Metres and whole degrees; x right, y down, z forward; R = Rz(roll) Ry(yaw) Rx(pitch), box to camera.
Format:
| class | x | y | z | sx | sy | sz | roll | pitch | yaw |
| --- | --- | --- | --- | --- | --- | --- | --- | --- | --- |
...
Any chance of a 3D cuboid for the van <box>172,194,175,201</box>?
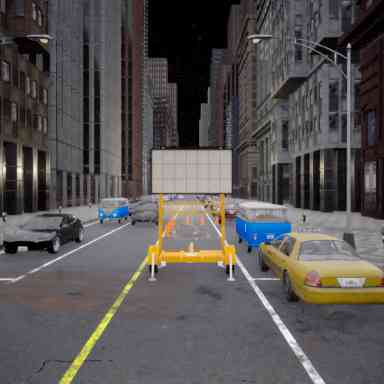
| class | x | y | z | sx | sy | sz | roll | pitch | yaw |
| --- | --- | --- | --- | --- | --- | --- | --- | --- | --- |
| van | -5.796 | 1.354 | 81.156 | 1.690 | 1.788 | 3.998 | 0 | 0 | 0 |

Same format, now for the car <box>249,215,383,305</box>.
| class | x | y | z | sx | sy | sz | roll | pitch | yaw |
| --- | --- | --- | --- | --- | --- | --- | --- | --- | --- |
| car | 2.757 | 1.525 | 8.065 | 1.752 | 1.417 | 4.829 | 0 | 0 | 0 |

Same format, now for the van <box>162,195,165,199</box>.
| class | x | y | z | sx | sy | sz | roll | pitch | yaw |
| --- | --- | --- | --- | --- | --- | --- | --- | --- | --- |
| van | -5.785 | 1.348 | 52.973 | 1.690 | 1.788 | 3.998 | 0 | 0 | 0 |

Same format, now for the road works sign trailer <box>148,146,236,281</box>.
| class | x | y | z | sx | sy | sz | roll | pitch | yaw |
| --- | --- | --- | --- | --- | --- | --- | --- | --- | --- |
| road works sign trailer | -0.004 | 0.464 | 9.846 | 2.380 | 3.560 | 2.880 | 0 | 0 | 0 |

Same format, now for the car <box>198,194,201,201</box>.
| class | x | y | z | sx | sy | sz | roll | pitch | yaw |
| --- | --- | --- | --- | --- | --- | --- | --- | --- | --- |
| car | 2.738 | 1.323 | 58.622 | 2.192 | 1.841 | 5.009 | 0 | 0 | 0 |

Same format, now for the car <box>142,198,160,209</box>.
| class | x | y | z | sx | sy | sz | roll | pitch | yaw |
| --- | --- | --- | --- | --- | --- | --- | --- | --- | --- |
| car | -5.782 | 1.550 | 47.336 | 1.887 | 1.381 | 4.507 | 0 | 0 | 0 |

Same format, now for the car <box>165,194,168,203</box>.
| class | x | y | z | sx | sy | sz | roll | pitch | yaw |
| --- | --- | --- | --- | --- | --- | --- | --- | --- | --- |
| car | -5.787 | 1.448 | 58.610 | 1.967 | 1.590 | 4.097 | 0 | 0 | 0 |

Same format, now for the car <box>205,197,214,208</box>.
| class | x | y | z | sx | sy | sz | roll | pitch | yaw |
| --- | --- | --- | --- | --- | --- | --- | --- | --- | --- |
| car | 2.747 | 1.555 | 36.077 | 2.008 | 1.369 | 4.403 | 0 | 0 | 0 |

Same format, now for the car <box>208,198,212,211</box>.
| class | x | y | z | sx | sy | sz | roll | pitch | yaw |
| --- | --- | --- | --- | --- | --- | --- | --- | --- | --- |
| car | 2.749 | 1.528 | 30.610 | 1.752 | 1.417 | 4.829 | 0 | 0 | 0 |

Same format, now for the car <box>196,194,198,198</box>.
| class | x | y | z | sx | sy | sz | roll | pitch | yaw |
| --- | --- | --- | --- | --- | --- | --- | --- | --- | --- |
| car | 2.730 | 1.453 | 81.167 | 1.967 | 1.590 | 4.097 | 0 | 0 | 0 |

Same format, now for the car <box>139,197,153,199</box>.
| class | x | y | z | sx | sy | sz | roll | pitch | yaw |
| --- | --- | --- | --- | --- | --- | --- | --- | --- | --- |
| car | -5.778 | 1.570 | 36.063 | 1.947 | 1.339 | 4.313 | 0 | 0 | 0 |

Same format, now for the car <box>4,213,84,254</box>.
| class | x | y | z | sx | sy | sz | roll | pitch | yaw |
| --- | --- | --- | --- | --- | --- | --- | --- | --- | --- |
| car | -5.770 | 1.566 | 13.516 | 1.947 | 1.339 | 4.313 | 0 | 0 | 0 |

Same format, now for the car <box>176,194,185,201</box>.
| class | x | y | z | sx | sy | sz | roll | pitch | yaw |
| --- | --- | --- | --- | --- | --- | --- | --- | --- | --- |
| car | -3.033 | 1.541 | 88.912 | 1.812 | 1.442 | 4.674 | 0 | 0 | 0 |

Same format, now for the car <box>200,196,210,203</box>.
| class | x | y | z | sx | sy | sz | roll | pitch | yaw |
| --- | --- | --- | --- | --- | --- | --- | --- | --- | --- |
| car | 2.734 | 1.576 | 69.895 | 1.947 | 1.339 | 4.313 | 0 | 0 | 0 |

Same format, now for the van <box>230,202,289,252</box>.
| class | x | y | z | sx | sy | sz | roll | pitch | yaw |
| --- | --- | --- | --- | --- | --- | --- | --- | --- | --- |
| van | 2.754 | 1.342 | 13.531 | 1.690 | 1.788 | 3.998 | 0 | 0 | 0 |

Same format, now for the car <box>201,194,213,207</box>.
| class | x | y | z | sx | sy | sz | roll | pitch | yaw |
| --- | --- | --- | --- | --- | --- | --- | --- | --- | --- |
| car | 2.742 | 1.446 | 47.349 | 1.967 | 1.590 | 4.097 | 0 | 0 | 0 |

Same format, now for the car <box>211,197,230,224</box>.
| class | x | y | z | sx | sy | sz | roll | pitch | yaw |
| --- | --- | --- | --- | --- | --- | --- | --- | --- | --- |
| car | 2.750 | 1.442 | 24.804 | 1.967 | 1.590 | 4.097 | 0 | 0 | 0 |

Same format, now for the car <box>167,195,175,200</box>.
| class | x | y | z | sx | sy | sz | roll | pitch | yaw |
| --- | --- | --- | --- | --- | --- | --- | --- | --- | --- |
| car | -5.799 | 1.568 | 92.429 | 2.008 | 1.369 | 4.403 | 0 | 0 | 0 |

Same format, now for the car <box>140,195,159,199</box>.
| class | x | y | z | sx | sy | sz | roll | pitch | yaw |
| --- | --- | --- | --- | --- | --- | --- | --- | --- | --- |
| car | -5.781 | 1.320 | 41.699 | 2.192 | 1.841 | 5.009 | 0 | 0 | 0 |

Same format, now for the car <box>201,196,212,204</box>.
| class | x | y | z | sx | sy | sz | roll | pitch | yaw |
| --- | --- | --- | --- | --- | --- | --- | --- | --- | --- |
| car | 2.736 | 1.554 | 64.259 | 1.887 | 1.381 | 4.507 | 0 | 0 | 0 |

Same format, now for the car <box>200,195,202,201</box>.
| class | x | y | z | sx | sy | sz | roll | pitch | yaw |
| --- | --- | --- | --- | --- | --- | --- | --- | --- | --- |
| car | 2.741 | 1.573 | 52.986 | 1.947 | 1.339 | 4.313 | 0 | 0 | 0 |

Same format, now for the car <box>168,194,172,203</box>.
| class | x | y | z | sx | sy | sz | roll | pitch | yaw |
| --- | --- | --- | --- | --- | --- | --- | --- | --- | --- |
| car | -5.791 | 1.450 | 69.883 | 1.967 | 1.590 | 4.097 | 0 | 0 | 0 |

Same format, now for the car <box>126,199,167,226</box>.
| class | x | y | z | sx | sy | sz | roll | pitch | yaw |
| --- | --- | --- | --- | --- | --- | --- | --- | --- | --- |
| car | -3.108 | 1.507 | 23.649 | 1.837 | 1.490 | 4.892 | 0 | 0 | 0 |

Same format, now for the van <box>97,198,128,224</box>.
| class | x | y | z | sx | sy | sz | roll | pitch | yaw |
| --- | --- | --- | --- | --- | --- | --- | --- | --- | --- |
| van | -5.775 | 1.343 | 24.789 | 1.690 | 1.788 | 3.998 | 0 | 0 | 0 |
